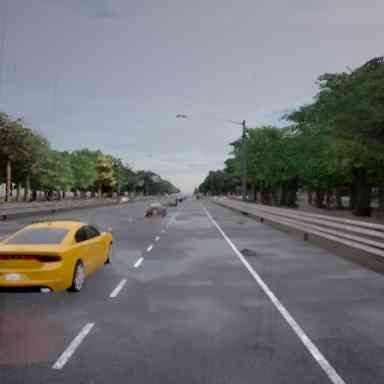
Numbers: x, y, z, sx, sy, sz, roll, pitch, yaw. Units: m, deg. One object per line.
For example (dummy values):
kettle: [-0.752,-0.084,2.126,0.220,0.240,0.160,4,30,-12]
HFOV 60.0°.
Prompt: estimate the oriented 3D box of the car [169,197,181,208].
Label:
car: [-3.376,1.885,56.444,2.033,1.411,5.357,0,0,0]

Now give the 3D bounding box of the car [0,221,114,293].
car: [-3.496,1.532,9.008,1.882,1.535,5.008,0,0,0]

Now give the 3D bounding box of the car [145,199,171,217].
car: [-3.447,1.726,33.281,1.812,1.442,4.674,0,0,0]

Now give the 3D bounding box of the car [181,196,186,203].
car: [-3.295,1.981,84.557,1.882,1.535,5.008,0,0,0]
